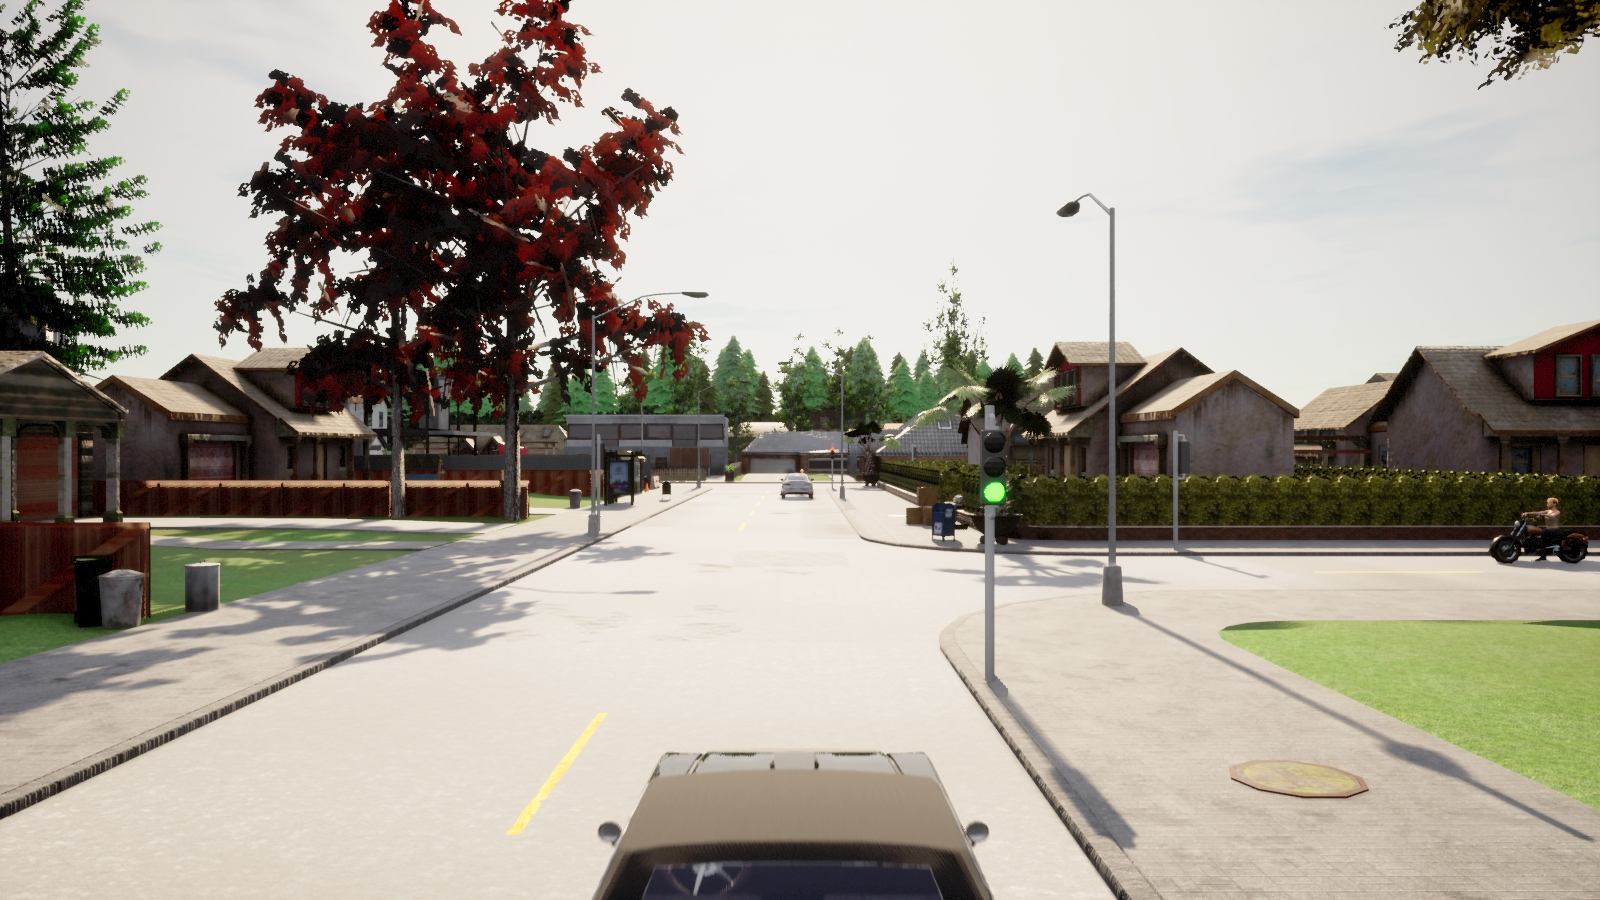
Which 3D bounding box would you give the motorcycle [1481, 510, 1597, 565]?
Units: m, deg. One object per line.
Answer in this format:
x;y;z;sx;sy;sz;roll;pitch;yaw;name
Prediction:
18.237;2.155;28.222;2.356;1.307;0.764;0;0;0;motorcycle

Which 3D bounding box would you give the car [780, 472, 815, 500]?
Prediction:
-0.164;2.081;66.907;2.002;1.442;4.674;0;0;0;car

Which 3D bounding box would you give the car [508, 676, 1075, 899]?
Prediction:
-0.031;2.155;5.249;1.895;1.301;4.718;0;0;0;car
